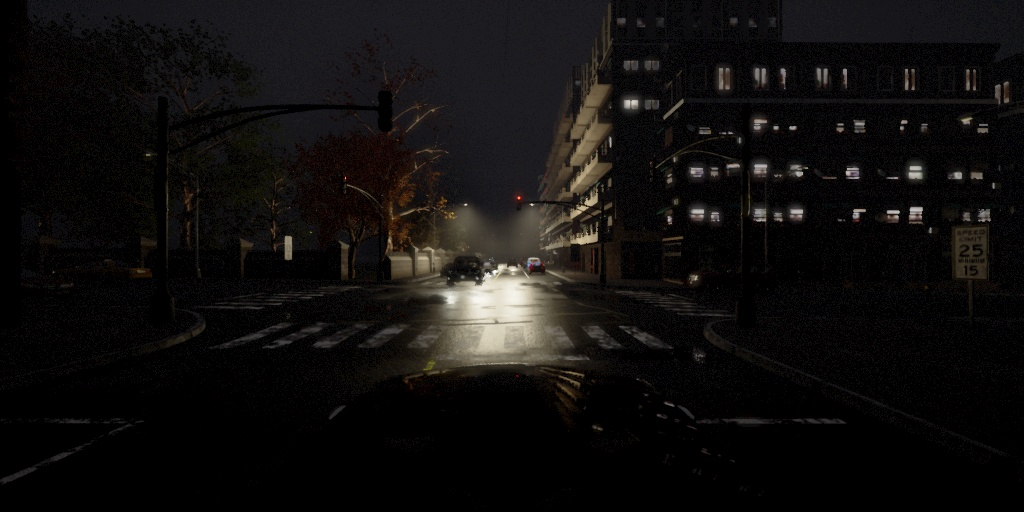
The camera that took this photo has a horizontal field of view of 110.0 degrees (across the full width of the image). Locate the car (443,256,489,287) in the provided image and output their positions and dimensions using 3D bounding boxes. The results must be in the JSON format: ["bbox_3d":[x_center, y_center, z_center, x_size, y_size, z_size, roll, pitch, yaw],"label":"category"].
[{"bbox_3d":[-3.076,0.981,25.103,2.150,2.045,5.566,0,0,0],"label":"car"}]

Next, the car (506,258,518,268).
[{"bbox_3d":[0.066,1.304,62.609,1.837,1.490,4.892,0,0,0],"label":"car"}]

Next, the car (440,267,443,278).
[{"bbox_3d":[-5.654,1.330,34.315,1.948,1.339,4.313,0,0,0],"label":"car"}]

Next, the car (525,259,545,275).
[{"bbox_3d":[2.732,1.314,39.936,1.888,1.381,4.507,0,0,0],"label":"car"}]

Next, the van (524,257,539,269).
[{"bbox_3d":[2.739,1.116,45.566,1.690,1.789,3.998,0,0,0],"label":"van"}]

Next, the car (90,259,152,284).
[{"bbox_3d":[-24.721,0.882,21.631,4.829,1.417,1.751,0,0,0],"label":"car"}]

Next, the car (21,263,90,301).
[{"bbox_3d":[-18.949,1.007,13.299,4.207,1.307,1.802,0,0,0],"label":"car"}]

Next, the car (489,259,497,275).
[{"bbox_3d":[-3.059,1.317,39.989,2.033,1.411,5.357,0,0,0],"label":"car"}]

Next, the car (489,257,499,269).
[{"bbox_3d":[-3.036,1.277,53.604,2.128,1.511,4.902,0,0,0],"label":"car"}]

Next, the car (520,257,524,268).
[{"bbox_3d":[2.751,1.230,56.827,1.967,1.591,4.097,0,0,0],"label":"car"}]

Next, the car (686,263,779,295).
[{"bbox_3d":[13.471,1.353,21.953,5.009,1.841,2.192,0,0,0],"label":"car"}]
